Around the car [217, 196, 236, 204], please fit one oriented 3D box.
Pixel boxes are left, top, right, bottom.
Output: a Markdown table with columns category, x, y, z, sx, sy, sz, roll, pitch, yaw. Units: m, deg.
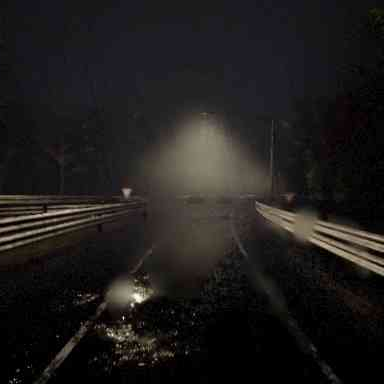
| category | x | y | z | sx | sy | sz | roll | pitch | yaw |
| --- | --- | --- | --- | --- | --- | --- | --- | --- | --- |
| car | 6.725 | 1.541 | 66.851 | 2.097 | 1.767 | 4.553 | 2 | 0 | 24 |

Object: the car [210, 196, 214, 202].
| category | x | y | z | sx | sy | sz | roll | pitch | yaw |
| --- | --- | --- | --- | --- | --- | --- | --- | --- | --- |
| car | 3.490 | 1.537 | 76.860 | 1.882 | 1.535 | 5.008 | 2 | 0 | 24 |

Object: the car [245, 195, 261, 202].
| category | x | y | z | sx | sy | sz | roll | pitch | yaw |
| --- | --- | --- | --- | --- | --- | --- | --- | --- | --- |
| car | 16.458 | 1.907 | 88.922 | 2.128 | 1.511 | 4.902 | 2 | 0 | 24 |

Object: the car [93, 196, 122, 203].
| category | x | y | z | sx | sy | sz | roll | pitch | yaw |
| --- | --- | --- | --- | --- | --- | --- | --- | --- | --- |
| car | -11.050 | 1.267 | 43.901 | 1.812 | 1.442 | 4.674 | 2 | 0 | 24 |

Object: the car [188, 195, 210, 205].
| category | x | y | z | sx | sy | sz | roll | pitch | yaw |
| --- | --- | --- | --- | --- | --- | --- | --- | --- | --- |
| car | 0.997 | 1.391 | 62.529 | 2.097 | 1.767 | 4.553 | 2 | 0 | 24 |
